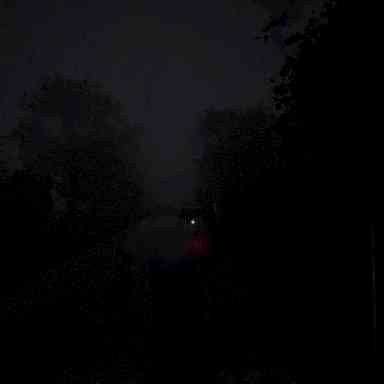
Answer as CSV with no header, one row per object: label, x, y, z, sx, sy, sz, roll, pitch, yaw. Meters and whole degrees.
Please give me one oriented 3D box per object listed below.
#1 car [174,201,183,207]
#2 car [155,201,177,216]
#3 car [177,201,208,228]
car,-3.202,2.778,78.401,2.033,1.411,5.357,0,-2,-1
car,-2.949,1.787,36.685,1.882,1.535,5.008,0,-1,0
car,0.059,1.620,22.938,1.837,1.490,4.892,0,-1,0
